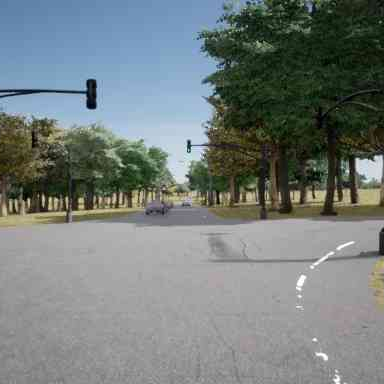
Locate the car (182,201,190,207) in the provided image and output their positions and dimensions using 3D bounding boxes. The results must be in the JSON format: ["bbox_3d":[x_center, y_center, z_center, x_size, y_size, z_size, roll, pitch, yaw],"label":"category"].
[{"bbox_3d":[-1.466,2.905,80.620,1.994,1.385,4.181,0,-2,-1],"label":"car"}]

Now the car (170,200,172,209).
[{"bbox_3d":[-4.332,2.147,48.409,1.895,1.301,4.718,0,-1,-1],"label":"car"}]

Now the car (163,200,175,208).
[{"bbox_3d":[-4.701,2.461,68.225,2.128,1.511,4.902,0,-2,-1],"label":"car"}]

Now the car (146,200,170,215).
[{"bbox_3d":[-4.168,1.741,39.408,2.097,1.767,4.553,0,-1,0],"label":"car"}]

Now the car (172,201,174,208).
[{"bbox_3d":[-4.548,2.277,58.215,2.033,1.411,5.357,0,-1,-1],"label":"car"}]
